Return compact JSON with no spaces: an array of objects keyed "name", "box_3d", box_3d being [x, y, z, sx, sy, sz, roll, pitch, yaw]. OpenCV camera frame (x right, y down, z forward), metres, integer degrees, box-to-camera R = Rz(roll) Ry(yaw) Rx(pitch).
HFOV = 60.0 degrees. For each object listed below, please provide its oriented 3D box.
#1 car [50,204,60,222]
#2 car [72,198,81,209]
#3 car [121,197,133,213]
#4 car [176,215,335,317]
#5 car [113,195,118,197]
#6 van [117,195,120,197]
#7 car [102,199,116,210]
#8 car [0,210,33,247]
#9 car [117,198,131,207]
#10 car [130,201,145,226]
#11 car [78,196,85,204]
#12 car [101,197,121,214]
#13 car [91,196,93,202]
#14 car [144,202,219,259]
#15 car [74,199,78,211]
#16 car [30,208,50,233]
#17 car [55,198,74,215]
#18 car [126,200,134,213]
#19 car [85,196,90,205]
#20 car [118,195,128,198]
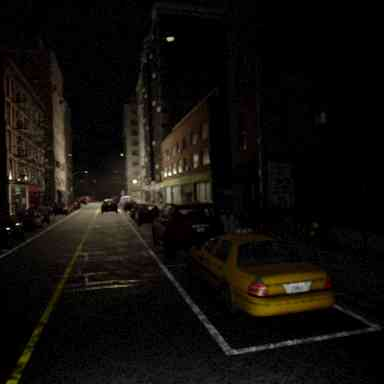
[{"name":"car","box_3d":[-12.312,1.945,27.277,1.802,1.307,4.206,-2,0,-14]},{"name":"car","box_3d":[-17.969,2.070,49.274,1.947,1.339,4.313,-2,0,-14]},{"name":"car","box_3d":[-7.367,1.704,40.270,1.887,1.381,4.507,-2,0,-14]},{"name":"car","box_3d":[1.071,1.471,7.433,1.752,1.417,4.829,-2,0,-14]},{"name":"car","box_3d":[-14.441,1.648,67.769,2.192,1.841,5.009,-2,0,-14]},{"name":"van","box_3d":[-10.200,1.571,51.269,1.690,1.788,3.998,-2,0,-14]},{"name":"car","box_3d":[-12.307,1.833,49.274,1.812,1.442,4.674,-2,0,-14]},{"name":"car","box_3d":[-9.484,1.858,16.278,1.947,1.339,4.313,-2,0,-14]},{"name":"car","box_3d":[-11.607,1.815,56.770,2.008,1.369,4.403,-2,0,-14]},{"name":"car","box_3d":[-3.126,1.598,23.769,1.887,1.381,4.507,-2,0,-14]},{"name":"car","box_3d":[-19.391,1.854,54.772,2.192,1.841,5.009,-2,0,-14]},{"name":"car","box_3d":[-9.696,1.721,39.137,1.882,1.535,5.008,-2,0,-14]},{"name":"car","box_3d":[-26.463,2.025,82.269,2.192,1.841,5.009,-2,0,-14]},{"name":"car","box_3d":[-0.307,1.296,12.768,2.192,1.841,5.009,-2,0,-14]},{"name":"car","box_3d":[-16.554,2.051,43.775,1.802,1.307,4.206,-2,0,-14]},{"name":"car","box_3d":[-10.899,1.872,21.777,1.887,1.381,4.507,-2,0,-14]},{"name":"car","box_3d":[-15.145,1.874,38.275,1.967,1.590,4.097,-2,0,-14]},{"name":"car","box_3d":[-4.539,1.671,29.269,1.802,1.307,4.206,-2,0,-14]},{"name":"car","box_3d":[-23.634,1.957,71.271,2.192,1.841,5.009,-2,0,-14]},{"name":"car","box_3d":[-8.784,1.635,45.769,1.967,1.590,4.097,-2,0,-14]}]
